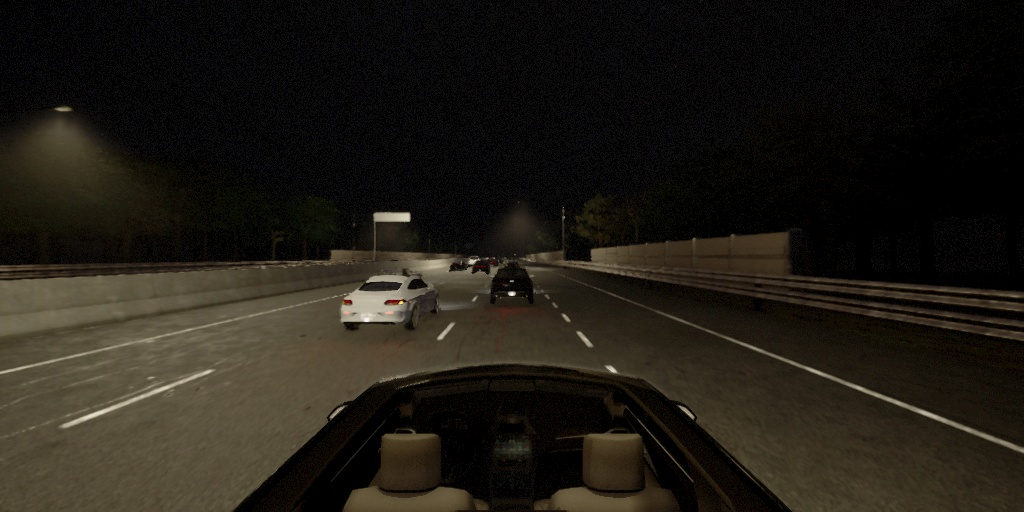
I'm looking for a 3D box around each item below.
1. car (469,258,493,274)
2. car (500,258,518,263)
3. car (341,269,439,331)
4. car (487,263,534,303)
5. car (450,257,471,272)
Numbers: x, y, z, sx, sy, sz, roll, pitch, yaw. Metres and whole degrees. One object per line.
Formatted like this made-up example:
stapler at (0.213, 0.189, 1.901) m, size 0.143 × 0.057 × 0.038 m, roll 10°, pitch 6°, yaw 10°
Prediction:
car at (-3.509, 1.302, 41.545) m, size 1.837 × 1.490 × 4.892 m, roll 0°, pitch 0°, yaw 0°
car at (-0.009, 1.289, 42.375) m, size 2.128 × 1.511 × 4.902 m, roll 0°, pitch 0°, yaw 0°
car at (-3.501, 1.285, 10.952) m, size 1.812 × 1.442 × 4.674 m, roll 0°, pitch 0°, yaw 0°
car at (-0.005, 1.271, 16.883) m, size 1.837 × 1.490 × 4.892 m, roll 0°, pitch 0°, yaw 0°
car at (-7.010, 1.296, 47.521) m, size 2.128 × 1.511 × 4.902 m, roll 0°, pitch 0°, yaw 0°
